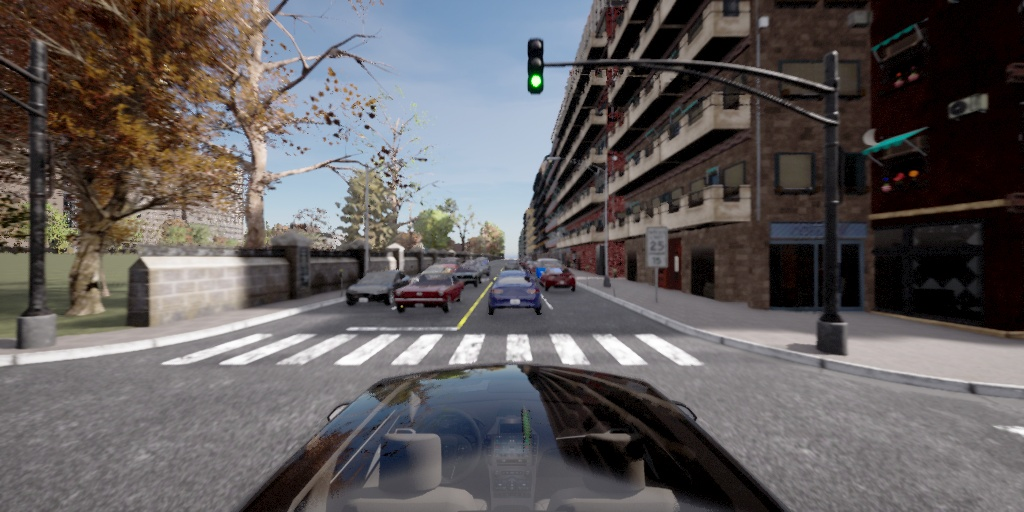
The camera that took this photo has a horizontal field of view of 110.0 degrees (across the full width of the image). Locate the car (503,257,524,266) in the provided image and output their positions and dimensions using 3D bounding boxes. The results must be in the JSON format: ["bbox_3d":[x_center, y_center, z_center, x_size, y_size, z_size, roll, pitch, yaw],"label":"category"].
[{"bbox_3d":[-0.003,1.261,44.603,2.128,1.511,4.902,0,0,0],"label":"car"}]

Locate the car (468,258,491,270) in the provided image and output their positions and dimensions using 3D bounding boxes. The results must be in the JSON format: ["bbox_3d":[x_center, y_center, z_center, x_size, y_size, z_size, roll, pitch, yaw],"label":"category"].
[{"bbox_3d":[-3.075,1.251,35.498,2.128,1.511,4.902,0,0,0],"label":"car"}]

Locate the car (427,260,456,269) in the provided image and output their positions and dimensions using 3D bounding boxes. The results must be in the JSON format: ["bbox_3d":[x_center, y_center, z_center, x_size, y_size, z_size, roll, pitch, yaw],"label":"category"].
[{"bbox_3d":[-5.691,1.280,27.012,1.751,1.417,4.829,0,0,0],"label":"car"}]

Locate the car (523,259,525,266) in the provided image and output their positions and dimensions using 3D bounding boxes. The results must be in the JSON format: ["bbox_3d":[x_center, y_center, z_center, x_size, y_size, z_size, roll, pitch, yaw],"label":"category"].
[{"bbox_3d":[2.688,1.319,44.072,2.007,1.370,4.403,0,0,0],"label":"car"}]

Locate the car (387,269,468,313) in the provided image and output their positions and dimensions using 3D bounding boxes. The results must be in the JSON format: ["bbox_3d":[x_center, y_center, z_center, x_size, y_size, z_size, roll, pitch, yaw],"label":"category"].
[{"bbox_3d":[-3.094,1.351,14.221,1.895,1.301,4.718,0,0,0],"label":"car"}]

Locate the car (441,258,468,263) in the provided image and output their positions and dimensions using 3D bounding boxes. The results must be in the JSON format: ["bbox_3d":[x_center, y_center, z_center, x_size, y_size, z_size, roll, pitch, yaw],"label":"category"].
[{"bbox_3d":[-5.692,1.073,32.811,2.192,1.841,5.009,0,0,0],"label":"car"}]

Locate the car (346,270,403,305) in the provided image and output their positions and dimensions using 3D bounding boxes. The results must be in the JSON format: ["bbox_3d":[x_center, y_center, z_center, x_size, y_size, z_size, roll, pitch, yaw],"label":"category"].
[{"bbox_3d":[-5.690,1.316,15.920,1.948,1.339,4.313,0,0,0],"label":"car"}]

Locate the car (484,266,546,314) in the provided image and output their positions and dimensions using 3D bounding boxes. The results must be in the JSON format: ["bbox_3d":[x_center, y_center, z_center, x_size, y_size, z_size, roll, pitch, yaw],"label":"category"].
[{"bbox_3d":[0.098,1.276,13.635,1.812,1.442,4.674,0,0,0],"label":"car"}]

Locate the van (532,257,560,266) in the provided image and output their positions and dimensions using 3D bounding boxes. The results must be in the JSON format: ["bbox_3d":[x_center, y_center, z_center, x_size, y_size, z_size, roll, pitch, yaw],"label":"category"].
[{"bbox_3d":[2.690,1.096,27.182,1.690,1.789,3.998,0,0,0],"label":"van"}]

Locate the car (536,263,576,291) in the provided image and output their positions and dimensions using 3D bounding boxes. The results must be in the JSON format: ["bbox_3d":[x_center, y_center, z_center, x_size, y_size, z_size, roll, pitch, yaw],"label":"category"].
[{"bbox_3d":[2.690,1.297,21.551,1.888,1.381,4.507,0,0,0],"label":"car"}]

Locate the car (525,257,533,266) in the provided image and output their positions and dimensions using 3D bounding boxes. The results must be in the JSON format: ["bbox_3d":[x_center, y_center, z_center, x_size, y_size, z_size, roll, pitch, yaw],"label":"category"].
[{"bbox_3d":[2.689,1.203,38.442,1.967,1.591,4.097,0,0,0],"label":"car"}]

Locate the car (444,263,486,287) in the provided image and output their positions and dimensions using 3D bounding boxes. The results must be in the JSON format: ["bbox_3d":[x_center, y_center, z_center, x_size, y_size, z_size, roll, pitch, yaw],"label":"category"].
[{"bbox_3d":[-3.078,1.354,24.383,1.895,1.301,4.718,0,0,0],"label":"car"}]
